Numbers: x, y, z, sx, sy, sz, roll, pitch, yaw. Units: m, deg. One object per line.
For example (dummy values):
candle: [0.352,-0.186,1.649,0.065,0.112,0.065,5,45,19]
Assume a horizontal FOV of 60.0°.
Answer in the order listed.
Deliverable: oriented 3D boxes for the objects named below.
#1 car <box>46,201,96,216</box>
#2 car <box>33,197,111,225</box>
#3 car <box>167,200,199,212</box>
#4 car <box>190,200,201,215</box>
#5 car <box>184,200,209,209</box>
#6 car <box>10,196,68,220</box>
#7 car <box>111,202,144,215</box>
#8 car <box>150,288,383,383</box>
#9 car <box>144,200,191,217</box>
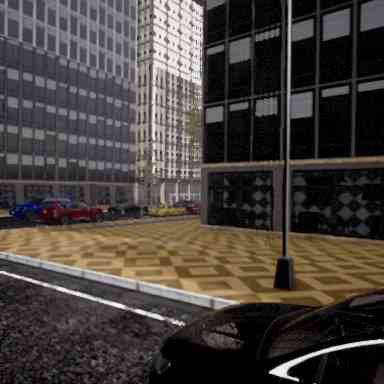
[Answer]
car: [-12.781,1.706,35.479,1.752,1.417,4.829,0,0,36]
car: [-9.293,1.566,26.101,2.192,1.841,5.009,0,0,36]
car: [-1.212,1.861,46.725,1.837,1.490,4.892,1,0,37]
car: [0.768,1.981,39.703,1.802,1.307,4.206,0,0,36]
car: [0.733,1.943,53.746,1.947,1.339,4.313,0,0,36]
car: [-13.400,1.398,30.265,2.150,2.045,5.566,1,0,38]
car: [-7.446,1.866,38.330,1.895,1.301,4.718,1,0,37]
car: [1.843,1.503,2.366,4.892,1.490,1.837,-1,0,36]
car: [-2.485,1.877,35.305,1.752,1.417,4.829,0,0,36]
